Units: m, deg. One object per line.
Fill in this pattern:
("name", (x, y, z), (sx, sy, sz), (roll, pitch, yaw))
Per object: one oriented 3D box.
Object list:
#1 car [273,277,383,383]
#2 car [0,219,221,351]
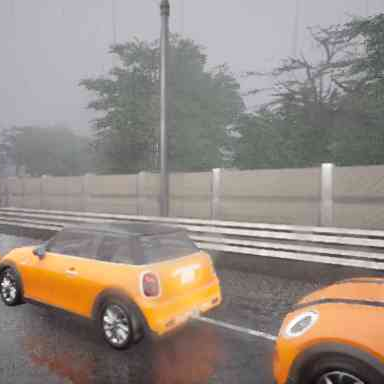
("car", (3.087, 1.354, 2.952), (4.553, 1.767, 2.097), (0, 0, 36))
("car", (-1.792, 1.344, 6.443), (4.553, 1.767, 2.097), (0, 0, 36))
